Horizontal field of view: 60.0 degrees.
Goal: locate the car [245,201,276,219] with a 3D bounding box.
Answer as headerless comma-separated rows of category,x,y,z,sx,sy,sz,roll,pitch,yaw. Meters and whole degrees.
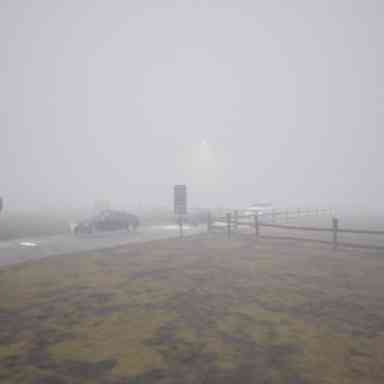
car,8.507,2.205,40.771,2.150,2.045,5.566,-1,-1,35

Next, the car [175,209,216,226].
car,0.357,2.212,29.242,1.994,1.385,4.181,-1,-2,36

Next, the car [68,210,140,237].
car,-5.436,1.906,21.069,2.128,1.511,4.902,-1,-2,35
